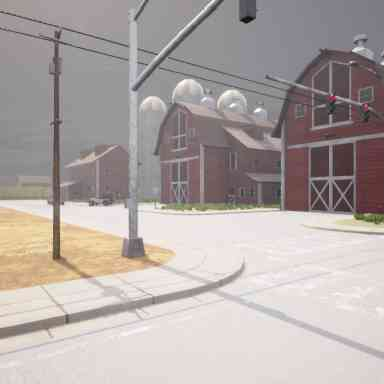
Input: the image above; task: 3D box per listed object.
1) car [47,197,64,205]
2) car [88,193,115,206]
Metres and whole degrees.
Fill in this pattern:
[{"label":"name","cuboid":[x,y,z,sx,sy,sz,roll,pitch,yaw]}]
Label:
[{"label":"car","cuboid":[-23.226,1.537,56.609,1.994,1.385,4.181,0,0,-36]},{"label":"car","cuboid":[-13.758,1.118,50.620,3.866,1.878,1.905,-2,5,11]}]
